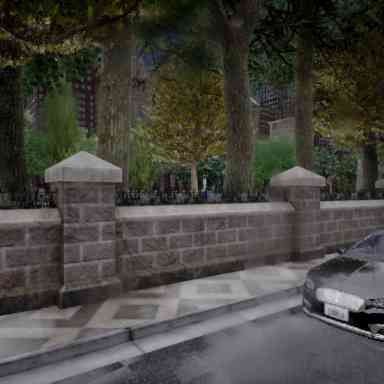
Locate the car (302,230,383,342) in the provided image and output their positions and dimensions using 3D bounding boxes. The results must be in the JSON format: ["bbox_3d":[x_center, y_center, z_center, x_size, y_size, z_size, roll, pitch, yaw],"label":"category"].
[{"bbox_3d":[4.104,1.490,6.281,4.902,1.511,2.128,0,0,-35],"label":"car"}]
